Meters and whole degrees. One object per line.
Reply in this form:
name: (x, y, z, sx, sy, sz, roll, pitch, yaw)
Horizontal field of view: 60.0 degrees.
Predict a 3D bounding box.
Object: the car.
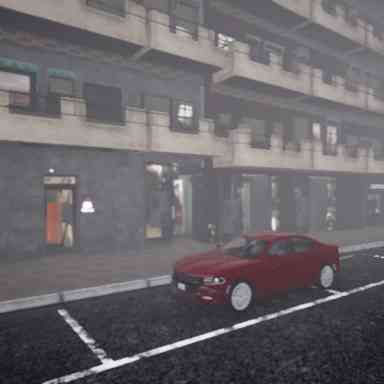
car: (1.632, 1.604, 7.742, 4.507, 1.381, 1.887, 1, -1, -35)
